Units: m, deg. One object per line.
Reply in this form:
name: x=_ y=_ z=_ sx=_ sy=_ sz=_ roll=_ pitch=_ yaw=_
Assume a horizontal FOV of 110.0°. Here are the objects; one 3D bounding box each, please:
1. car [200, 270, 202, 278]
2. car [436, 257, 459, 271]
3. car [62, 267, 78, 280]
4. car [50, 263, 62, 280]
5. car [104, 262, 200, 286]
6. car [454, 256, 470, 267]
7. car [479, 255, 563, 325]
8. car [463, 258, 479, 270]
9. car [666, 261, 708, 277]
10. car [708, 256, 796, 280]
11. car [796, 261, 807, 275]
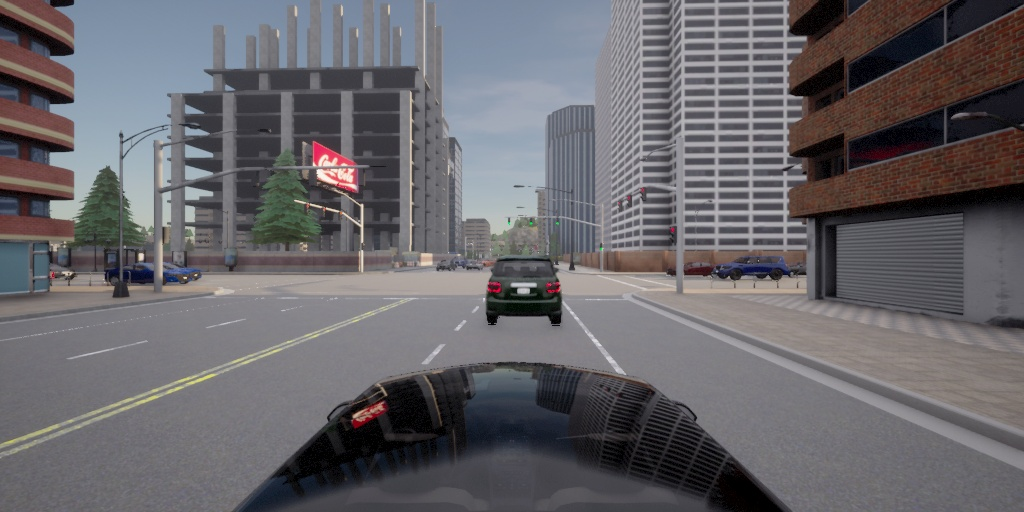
car: x=-27.379 y=1.235 z=28.304 sx=5.008 sy=1.535 sz=1.882 roll=0 pitch=0 yaw=2
car: x=-8.878 y=1.268 z=48.503 sx=1.837 sy=1.490 sz=4.892 roll=0 pitch=0 yaw=2
car: x=-37.773 y=1.248 z=28.648 sx=4.902 sy=1.511 sz=2.128 roll=0 pitch=0 yaw=2
car: x=-35.688 y=0.975 z=25.073 sx=5.566 sy=2.045 sz=2.150 roll=0 pitch=0 yaw=2
car: x=-24.962 y=1.234 z=24.723 sx=5.008 sy=1.535 sz=1.882 roll=0 pitch=0 yaw=2
car: x=-8.495 y=0.988 z=58.350 sx=2.150 sy=2.045 sz=5.566 roll=0 pitch=0 yaw=1
car: x=0.409 y=0.978 z=11.951 sx=2.150 sy=2.045 sz=5.566 roll=0 pitch=0 yaw=2
car: x=-5.275 y=1.365 z=51.138 sx=1.895 sy=1.301 sz=4.718 roll=0 pitch=0 yaw=2
car: x=17.311 y=1.237 z=34.048 sx=5.008 sy=1.535 sz=1.882 roll=0 pitch=0 yaw=2
car: x=20.227 y=0.980 z=30.454 sx=5.566 sy=2.045 sz=2.150 roll=0 pitch=0 yaw=2
car: x=27.241 y=1.251 z=33.714 sx=4.902 sy=1.511 sz=2.128 roll=0 pitch=0 yaw=2
